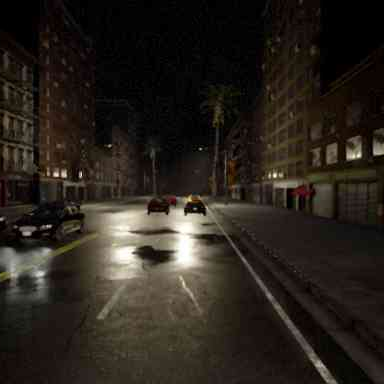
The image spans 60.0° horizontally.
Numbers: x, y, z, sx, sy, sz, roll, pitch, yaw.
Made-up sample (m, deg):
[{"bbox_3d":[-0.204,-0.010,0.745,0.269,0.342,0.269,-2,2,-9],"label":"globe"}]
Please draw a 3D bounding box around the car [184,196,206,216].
[{"bbox_3d":[0.258,1.365,30.164,1.994,1.385,4.181,0,0,0],"label":"car"}]

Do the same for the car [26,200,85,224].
[{"bbox_3d":[-9.680,1.349,24.203,2.033,1.411,5.357,0,0,1],"label":"car"}]

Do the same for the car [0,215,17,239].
[{"bbox_3d":[-9.778,1.421,13.679,2.033,1.411,5.357,0,0,1],"label":"car"}]

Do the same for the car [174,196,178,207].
[{"bbox_3d":[-2.933,1.154,44.567,1.882,1.535,5.008,0,1,0],"label":"car"}]

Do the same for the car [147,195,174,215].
[{"bbox_3d":[-2.997,1.258,30.962,1.882,1.535,5.008,0,1,0],"label":"car"}]

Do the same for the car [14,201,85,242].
[{"bbox_3d":[-6.514,1.366,15.605,2.128,1.511,4.902,0,0,0],"label":"car"}]
